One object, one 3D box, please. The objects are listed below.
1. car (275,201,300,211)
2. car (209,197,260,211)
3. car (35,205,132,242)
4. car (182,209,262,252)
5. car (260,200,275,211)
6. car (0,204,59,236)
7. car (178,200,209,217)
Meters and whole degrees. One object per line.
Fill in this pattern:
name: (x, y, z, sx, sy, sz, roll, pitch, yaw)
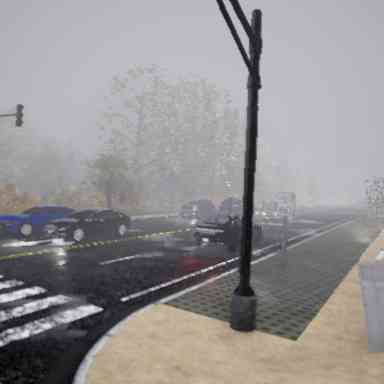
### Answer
car: (13.512, 1.865, 46.149, 1.812, 1.442, 4.674, 3, 1, 33)
car: (4.219, 1.547, 32.058, 2.150, 2.045, 5.566, 3, 1, 33)
car: (-5.299, 1.623, 17.482, 1.837, 1.490, 4.892, 3, 1, 33)
car: (1.905, 1.891, 16.453, 2.128, 1.511, 4.902, 3, 1, 33)
car: (10.784, 1.936, 47.924, 2.128, 1.511, 4.902, 3, 1, 33)
car: (-8.324, 1.471, 18.778, 1.882, 1.535, 5.008, 2, 1, 32)
car: (0.643, 1.540, 32.528, 2.097, 1.767, 4.553, 3, 1, 33)
